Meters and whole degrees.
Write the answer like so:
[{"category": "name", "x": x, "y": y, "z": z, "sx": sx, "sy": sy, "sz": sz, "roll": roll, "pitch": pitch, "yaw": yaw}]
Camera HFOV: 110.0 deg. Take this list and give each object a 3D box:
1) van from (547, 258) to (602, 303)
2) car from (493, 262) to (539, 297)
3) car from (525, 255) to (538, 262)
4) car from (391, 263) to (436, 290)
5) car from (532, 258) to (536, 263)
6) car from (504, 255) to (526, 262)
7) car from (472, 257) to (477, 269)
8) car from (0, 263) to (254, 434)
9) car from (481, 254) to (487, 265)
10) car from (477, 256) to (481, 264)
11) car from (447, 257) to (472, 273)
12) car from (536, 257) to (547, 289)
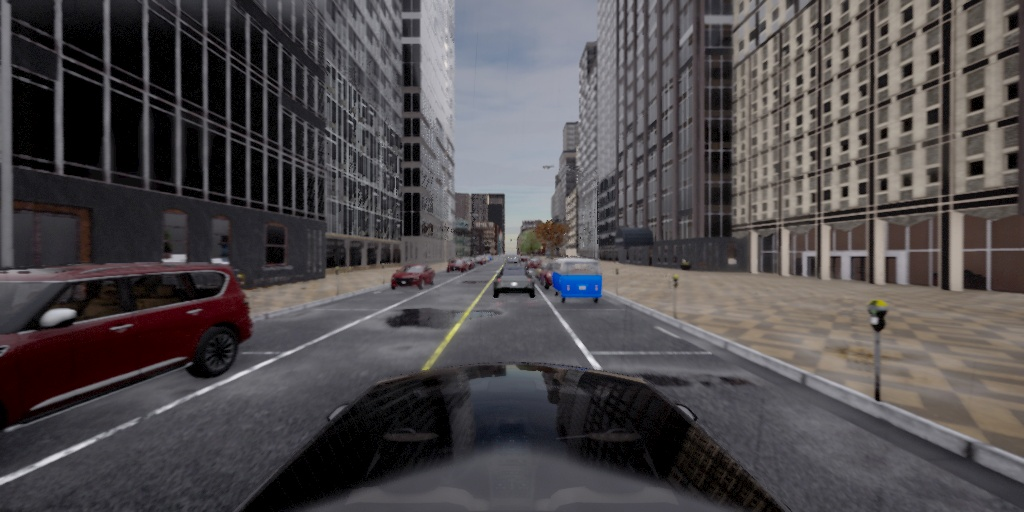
[{"category": "van", "x": 2.689, "y": 0.976, "z": 15.569, "sx": 1.690, "sy": 1.789, "sz": 3.998, "roll": 0, "pitch": 0, "yaw": 0}, {"category": "car", "x": 0.098, "y": 1.181, "z": 17.828, "sx": 1.994, "sy": 1.385, "sz": 4.181, "roll": 0, "pitch": 0, "yaw": 0}, {"category": "car", "x": 2.683, "y": 0.846, "z": 43.265, "sx": 1.967, "sy": 1.591, "sz": 4.097, "roll": 0, "pitch": 0, "yaw": 0}, {"category": "car", "x": -5.692, "y": 1.137, "z": 21.107, "sx": 1.888, "sy": 1.381, "sz": 4.507, "roll": 0, "pitch": 0, "yaw": 0}, {"category": "car", "x": 2.687, "y": 1.069, "z": 26.817, "sx": 1.751, "sy": 1.417, "sz": 4.829, "roll": 0, "pitch": 0, "yaw": 0}, {"category": "car", "x": 0.095, "y": 0.946, "z": 37.487, "sx": 2.128, "sy": 1.511, "sz": 4.902, "roll": 0, "pitch": 0, "yaw": 0}, {"category": "car", "x": -5.697, "y": 0.848, "z": 43.262, "sx": 1.967, "sy": 1.591, "sz": 4.097, "roll": 0, "pitch": 0, "yaw": 0}, {"category": "car", "x": -5.688, "y": 1.043, "z": 4.489, "sx": 2.192, "sy": 1.841, "sz": 5.009, "roll": 0, "pitch": 0, "yaw": 0}, {"category": "car", "x": -5.701, "y": 0.816, "z": 59.880, "sx": 1.888, "sy": 1.381, "sz": 4.507, "roll": 0, "pitch": 0, "yaw": 0}, {"category": "car", "x": -5.699, "y": 0.913, "z": 48.801, "sx": 2.007, "sy": 1.370, "sz": 4.403, "roll": 0, "pitch": 0, "yaw": 0}, {"category": "car", "x": -5.696, "y": 0.999, "z": 37.723, "sx": 1.888, "sy": 1.381, "sz": 4.507, "roll": 0, "pitch": 0, "yaw": 0}, {"category": "car", "x": 2.688, "y": 1.029, "z": 21.109, "sx": 1.967, "sy": 1.591, "sz": 4.097, "roll": 0, "pitch": 0, "yaw": 0}]
